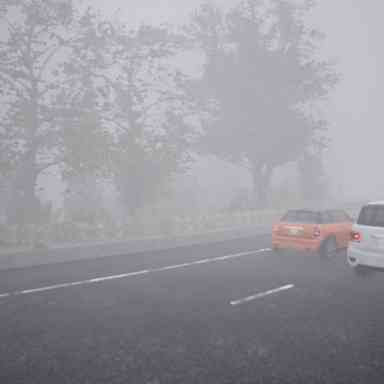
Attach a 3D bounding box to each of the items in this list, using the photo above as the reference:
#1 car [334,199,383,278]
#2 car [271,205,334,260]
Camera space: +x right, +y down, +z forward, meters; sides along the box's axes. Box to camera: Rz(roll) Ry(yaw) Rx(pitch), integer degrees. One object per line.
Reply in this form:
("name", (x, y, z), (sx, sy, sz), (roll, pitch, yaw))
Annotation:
("car", (6.324, 1.214, 9.087), (5.566, 2.045, 2.150), (0, 0, -41))
("car", (5.049, 1.356, 12.706), (4.553, 1.767, 2.097), (0, 0, -42))
